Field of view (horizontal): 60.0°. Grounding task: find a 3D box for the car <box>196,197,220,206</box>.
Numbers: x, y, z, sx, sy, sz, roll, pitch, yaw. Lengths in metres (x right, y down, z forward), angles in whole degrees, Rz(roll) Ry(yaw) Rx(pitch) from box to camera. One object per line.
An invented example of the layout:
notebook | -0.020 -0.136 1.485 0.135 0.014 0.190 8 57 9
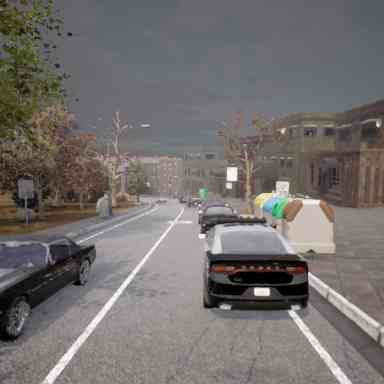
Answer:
car | 1.520 1.294 23.906 2.097 1.767 4.553 0 0 1

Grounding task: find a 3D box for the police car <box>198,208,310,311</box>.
police car | 1.189 1.408 7.976 1.930 1.638 5.238 0 0 1

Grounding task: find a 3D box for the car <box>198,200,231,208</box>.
car | 1.396 1.436 17.912 1.882 1.535 5.008 0 0 1

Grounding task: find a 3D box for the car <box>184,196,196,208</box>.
car | 0.309 1.398 46.828 1.812 1.442 4.674 0 0 -5

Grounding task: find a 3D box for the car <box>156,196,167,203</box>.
car | -6.042 1.505 65.924 1.895 1.301 4.718 -1 0 -12

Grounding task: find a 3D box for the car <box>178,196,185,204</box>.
car | -1.232 1.398 60.154 1.994 1.385 4.181 -1 0 -11

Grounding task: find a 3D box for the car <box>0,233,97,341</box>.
car | -3.490 1.583 6.607 1.895 1.301 4.718 0 0 1
